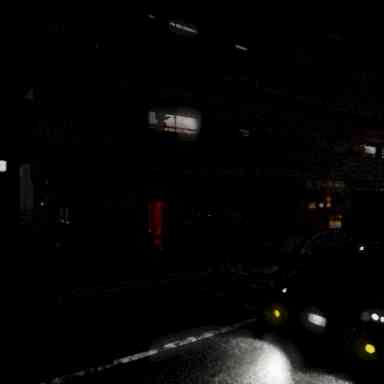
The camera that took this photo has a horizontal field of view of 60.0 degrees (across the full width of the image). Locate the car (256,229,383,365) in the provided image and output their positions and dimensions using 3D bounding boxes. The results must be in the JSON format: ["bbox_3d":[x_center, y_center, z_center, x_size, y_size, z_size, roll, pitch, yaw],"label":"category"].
[{"bbox_3d":[3.350,1.593,5.753,4.181,1.385,1.994,0,0,-35],"label":"car"}]

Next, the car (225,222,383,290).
[{"bbox_3d":[2.799,1.585,8.562,4.403,1.369,2.008,0,0,-36],"label":"car"}]

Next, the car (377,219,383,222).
[{"bbox_3d":[7.297,1.606,11.772,4.507,1.381,1.887,0,0,-36],"label":"car"}]
